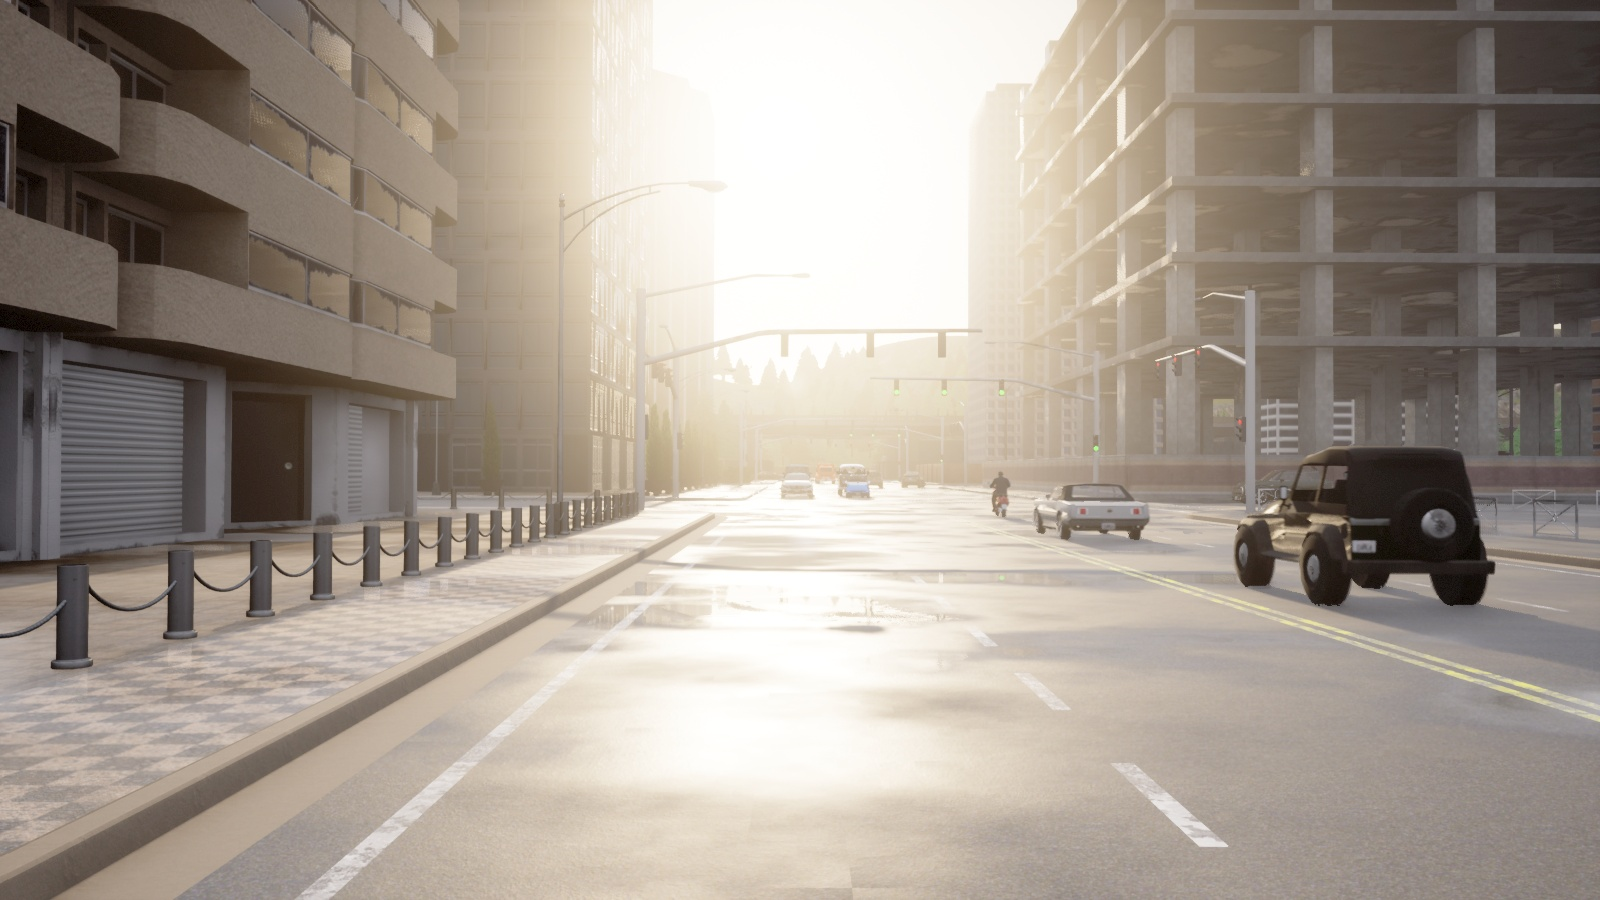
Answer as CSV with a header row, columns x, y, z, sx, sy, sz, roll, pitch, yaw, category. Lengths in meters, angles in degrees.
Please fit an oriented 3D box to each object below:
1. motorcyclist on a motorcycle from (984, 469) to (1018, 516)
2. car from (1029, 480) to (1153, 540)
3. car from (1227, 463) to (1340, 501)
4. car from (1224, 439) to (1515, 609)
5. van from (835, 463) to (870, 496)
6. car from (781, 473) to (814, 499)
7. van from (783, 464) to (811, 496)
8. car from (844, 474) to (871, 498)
x,y,z,sx,sy,sz,roll,pitch,yaw,category
6.907,1.457,43.307,0.866,1.590,1.817,0,-1,0,motorcyclist on a motorcycle
6.935,1.398,30.463,1.895,1.301,4.718,0,-1,0,car
22.934,1.526,59.686,4.553,1.767,2.097,0,-1,0,car
6.965,0.848,15.858,1.905,1.878,3.866,0,-1,0,car
3.327,1.869,80.252,2.069,2.038,4.480,0,-1,0,van
-0.156,2.061,72.813,1.812,1.442,4.674,0,-1,0,car
-0.176,1.937,81.760,1.775,1.987,4.442,0,-1,0,van
3.344,2.079,73.022,1.481,1.376,2.207,0,-1,0,car
